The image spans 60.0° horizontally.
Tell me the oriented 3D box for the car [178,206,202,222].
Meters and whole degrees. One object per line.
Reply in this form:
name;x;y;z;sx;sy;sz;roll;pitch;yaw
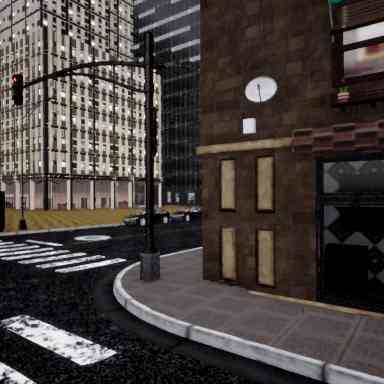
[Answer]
car;-0.272;1.975;30.474;2.008;1.369;4.403;-2;-2;35

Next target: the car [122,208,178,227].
car;-3.481;1.893;25.922;2.008;1.369;4.403;-2;-2;35
